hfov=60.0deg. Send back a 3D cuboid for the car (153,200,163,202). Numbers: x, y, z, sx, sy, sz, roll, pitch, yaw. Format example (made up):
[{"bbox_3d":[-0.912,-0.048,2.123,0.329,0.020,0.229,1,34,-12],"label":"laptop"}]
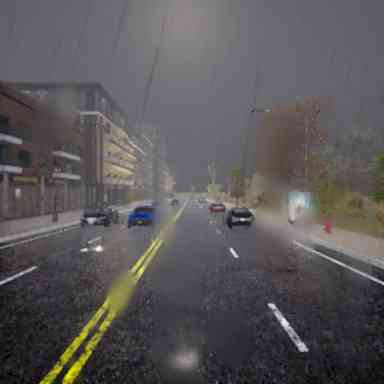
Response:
[{"bbox_3d":[-6.526,2.163,64.822,1.994,1.385,4.181,0,-1,0],"label":"car"}]

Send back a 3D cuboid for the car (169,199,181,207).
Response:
[{"bbox_3d":[-3.275,2.104,64.811,1.837,1.490,4.892,0,0,0],"label":"car"}]

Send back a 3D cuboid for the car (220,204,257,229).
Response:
[{"bbox_3d":[3.344,1.787,23.861,1.994,1.385,4.181,0,0,0],"label":"car"}]

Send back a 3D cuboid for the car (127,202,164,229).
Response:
[{"bbox_3d":[-3.352,1.700,23.899,1.882,1.535,5.008,0,-1,0],"label":"car"}]

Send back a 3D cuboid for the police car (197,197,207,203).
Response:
[{"bbox_3d":[3.227,2.389,93.810,2.038,1.542,4.974,0,-1,0],"label":"police car"}]

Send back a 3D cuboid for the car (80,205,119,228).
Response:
[{"bbox_3d":[-6.601,1.717,24.206,2.128,1.511,4.902,0,-1,0],"label":"car"}]

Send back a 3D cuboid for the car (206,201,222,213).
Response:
[{"bbox_3d":[3.341,1.979,44.349,1.994,1.385,4.181,0,0,0],"label":"car"}]
